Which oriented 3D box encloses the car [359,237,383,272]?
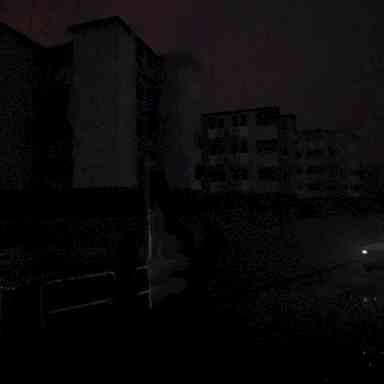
[{"bbox_3d":[7.497,1.965,11.323,4.718,1.301,1.895,1,-3,-41],"label":"car"}]
